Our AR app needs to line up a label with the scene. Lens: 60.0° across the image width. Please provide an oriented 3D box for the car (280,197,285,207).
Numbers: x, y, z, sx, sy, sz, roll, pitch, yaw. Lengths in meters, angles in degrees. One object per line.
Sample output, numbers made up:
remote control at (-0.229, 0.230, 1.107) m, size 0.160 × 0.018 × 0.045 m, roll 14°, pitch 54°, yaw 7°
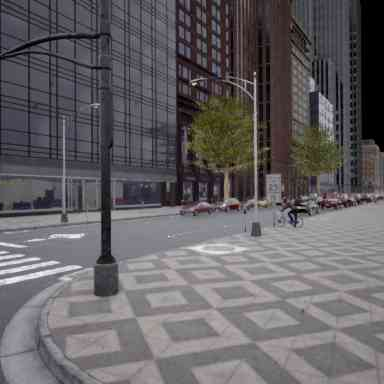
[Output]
car at (13.320, 1.456, 50.252) m, size 1.947 × 1.339 × 4.313 m, roll 0°, pitch 0°, yaw 35°

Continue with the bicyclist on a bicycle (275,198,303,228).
bicyclist on a bicycle at (5.315, 1.177, 18.363) m, size 1.656 × 1.620 × 0.582 m, roll -1°, pitch 0°, yaw 35°

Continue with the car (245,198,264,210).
car at (6.925, 1.495, 40.961) m, size 1.802 × 1.307 × 4.206 m, roll 0°, pitch 0°, yaw 35°

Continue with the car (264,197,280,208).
car at (10.026, 1.427, 45.466) m, size 1.752 × 1.417 × 4.829 m, roll 0°, pitch 0°, yaw 35°

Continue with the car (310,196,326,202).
car at (26.111, 1.419, 68.834) m, size 1.947 × 1.339 × 4.313 m, roll 0°, pitch 0°, yaw 35°

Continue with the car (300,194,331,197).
car at (16.572, 1.340, 44.474) m, size 2.128 × 1.511 × 4.902 m, roll -1°, pitch 0°, yaw 35°

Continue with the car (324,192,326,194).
car at (22.260, 1.052, 52.739) m, size 2.150 × 2.045 × 5.566 m, roll -1°, pitch 0°, yaw 35°

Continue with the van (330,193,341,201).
van at (35.701, 1.186, 82.771) m, size 1.690 × 1.788 × 3.998 m, roll -1°, pitch 0°, yaw 35°

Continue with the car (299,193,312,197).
car at (19.715, 1.416, 59.543) m, size 1.887 × 1.381 × 4.507 m, roll 0°, pitch 0°, yaw 35°

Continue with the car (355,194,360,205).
car at (23.535, 1.378, 50.057) m, size 1.947 × 1.339 × 4.313 m, roll 0°, pitch 0°, yaw 35°

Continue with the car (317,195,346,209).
car at (17.141, 1.377, 40.768) m, size 1.887 × 1.381 × 4.507 m, roll 0°, pitch 0°, yaw 35°

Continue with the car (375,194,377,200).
car at (36.420, 1.303, 68.776) m, size 1.752 × 1.417 × 4.829 m, roll -1°, pitch 0°, yaw 35°

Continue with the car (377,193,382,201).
car at (42.718, 1.359, 77.925) m, size 1.802 × 1.307 × 4.206 m, roll -1°, pitch 0°, yaw 35°

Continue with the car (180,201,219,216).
car at (0.531, 1.525, 31.670) m, size 1.802 × 1.307 × 4.206 m, roll 0°, pitch 0°, yaw 35°

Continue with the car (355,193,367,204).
car at (26.731, 1.118, 54.703) m, size 2.192 × 1.841 × 5.009 m, roll 0°, pitch 0°, yaw 35°

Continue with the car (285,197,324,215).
car at (10.747, 1.425, 31.478) m, size 1.947 × 1.339 × 4.313 m, roll 0°, pitch 0°, yaw 35°

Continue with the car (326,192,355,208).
car at (20.337, 1.137, 45.414) m, size 2.192 × 1.841 × 5.009 m, roll 0°, pitch 0°, yaw 35°

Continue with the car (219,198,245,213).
car at (3.727, 1.367, 36.315) m, size 1.967 × 1.590 × 4.097 m, roll 0°, pitch 0°, yaw 35°

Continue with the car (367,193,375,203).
car at (33.126, 1.100, 63.993) m, size 2.192 × 1.841 × 5.009 m, roll 0°, pitch 0°, yaw 35°
